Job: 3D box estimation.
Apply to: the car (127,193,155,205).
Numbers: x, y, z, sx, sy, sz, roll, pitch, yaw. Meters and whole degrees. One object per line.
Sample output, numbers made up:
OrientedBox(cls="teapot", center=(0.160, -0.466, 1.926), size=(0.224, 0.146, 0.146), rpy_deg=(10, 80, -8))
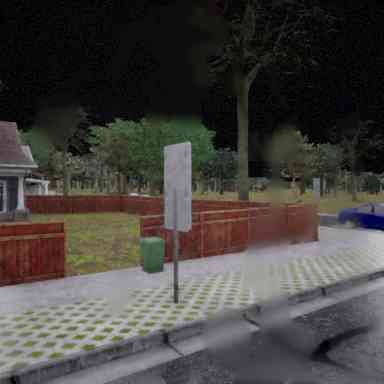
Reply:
OrientedBox(cls="car", center=(-5.629, 0.998, 40.007), size=(1.812, 1.442, 4.674), rpy_deg=(0, 1, -36))

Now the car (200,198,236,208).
OrientedBox(cls="car", center=(2.819, 1.244, 28.337), size=(2.033, 1.411, 5.357), rpy_deg=(0, 1, -36))

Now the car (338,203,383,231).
OrientedBox(cls="car", center=(10.231, 1.376, 17.505), size=(1.882, 1.535, 5.008), rpy_deg=(0, 1, -29))

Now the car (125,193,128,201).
OrientedBox(cls="car", center=(-9.016, 0.832, 49.676), size=(1.812, 1.442, 4.674), rpy_deg=(0, 1, -36))

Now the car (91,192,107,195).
OrientedBox(cls="car", center=(-16.814, 0.694, 60.426), size=(1.895, 1.301, 4.718), rpy_deg=(0, 1, -36))
